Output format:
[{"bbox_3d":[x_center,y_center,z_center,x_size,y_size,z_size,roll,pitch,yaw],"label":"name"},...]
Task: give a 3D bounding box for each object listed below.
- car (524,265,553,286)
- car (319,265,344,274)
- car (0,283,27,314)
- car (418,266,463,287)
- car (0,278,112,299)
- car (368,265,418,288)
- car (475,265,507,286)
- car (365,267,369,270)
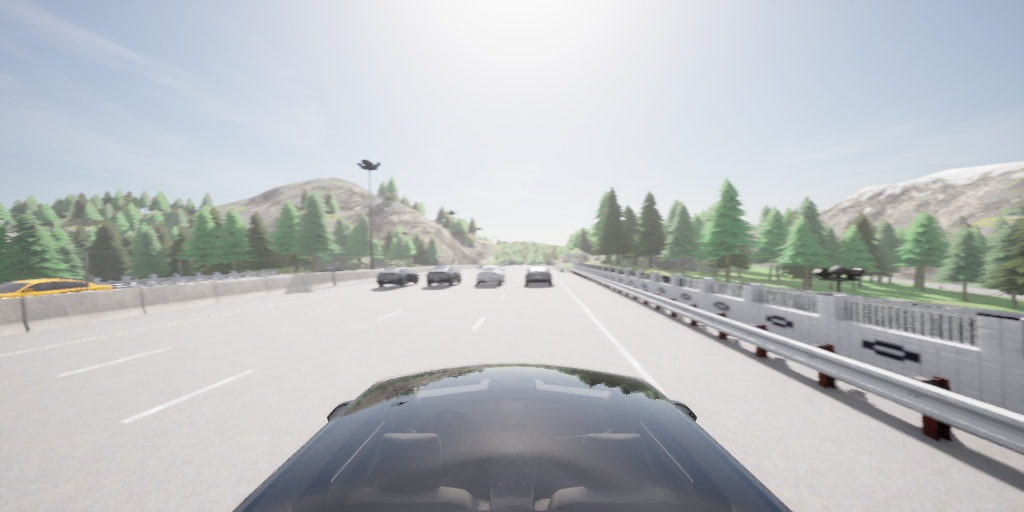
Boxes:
[{"bbox_3d":[1.910,1.359,25.942,1.994,1.385,4.181,-1,-1,4],"label":"car"},{"bbox_3d":[-27.701,2.085,55.243,1.812,1.442,4.674,-1,-1,4],"label":"car"},{"bbox_3d":[-23.654,1.943,14.350,1.895,1.301,4.718,-1,0,4],"label":"car"},{"bbox_3d":[-5.030,1.466,27.026,2.128,1.511,4.902,-1,-1,4],"label":"car"},{"bbox_3d":[-20.103,1.734,15.003,1.882,1.535,5.008,-1,0,4],"label":"car"},{"bbox_3d":[-8.527,1.552,27.181,2.128,1.511,4.902,-1,-1,4],"label":"car"},{"bbox_3d":[-1.544,1.415,26.895,1.812,1.442,4.674,-1,-1,4],"label":"car"},{"bbox_3d":[-20.720,1.981,54.721,1.895,1.301,4.718,-1,-1,4],"label":"car"}]
